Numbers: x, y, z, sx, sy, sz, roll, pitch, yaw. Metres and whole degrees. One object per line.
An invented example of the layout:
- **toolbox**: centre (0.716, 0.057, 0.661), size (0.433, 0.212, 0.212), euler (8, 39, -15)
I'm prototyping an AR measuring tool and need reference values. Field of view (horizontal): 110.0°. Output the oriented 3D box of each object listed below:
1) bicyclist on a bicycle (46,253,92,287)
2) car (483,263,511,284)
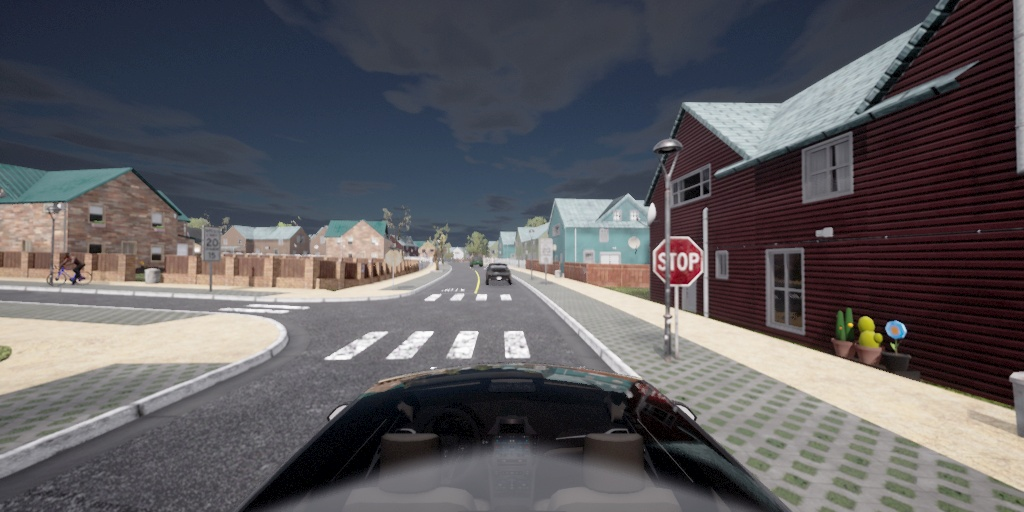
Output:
- **bicyclist on a bicycle**: centre (-21.637, 0.665, 17.576), size (0.582, 1.620, 1.656), euler (1, 0, 9)
- **car**: centre (-1.116, 1.303, 27.422), size (1.837, 1.490, 4.892), euler (0, 0, -5)
